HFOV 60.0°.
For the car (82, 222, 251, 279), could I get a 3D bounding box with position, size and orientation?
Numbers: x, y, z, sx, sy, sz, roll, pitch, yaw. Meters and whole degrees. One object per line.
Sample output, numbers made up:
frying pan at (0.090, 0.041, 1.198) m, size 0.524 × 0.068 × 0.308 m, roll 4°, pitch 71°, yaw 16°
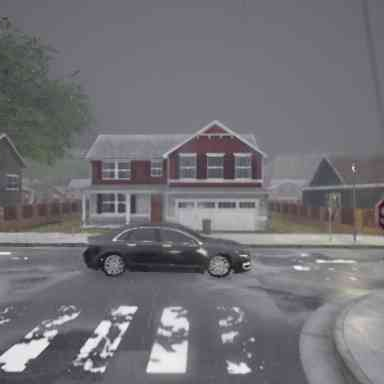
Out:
car at (-0.720, 1.686, 9.943) m, size 4.892 × 1.490 × 1.837 m, roll 0°, pitch -1°, yaw 1°
